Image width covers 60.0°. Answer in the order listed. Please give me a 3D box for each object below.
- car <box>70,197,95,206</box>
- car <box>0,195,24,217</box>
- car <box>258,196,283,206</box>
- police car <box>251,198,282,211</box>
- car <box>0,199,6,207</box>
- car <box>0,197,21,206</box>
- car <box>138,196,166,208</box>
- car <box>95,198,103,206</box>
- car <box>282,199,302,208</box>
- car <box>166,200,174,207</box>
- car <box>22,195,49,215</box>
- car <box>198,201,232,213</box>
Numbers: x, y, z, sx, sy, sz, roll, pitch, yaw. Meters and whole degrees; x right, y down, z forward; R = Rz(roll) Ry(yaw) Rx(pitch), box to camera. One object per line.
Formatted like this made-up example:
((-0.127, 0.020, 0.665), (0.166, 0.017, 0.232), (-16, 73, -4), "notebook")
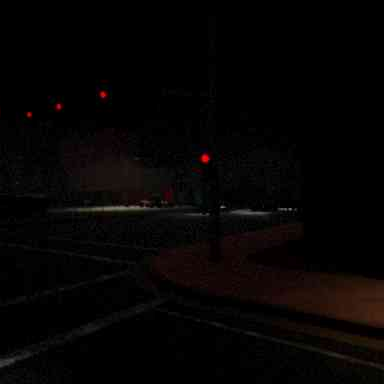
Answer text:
((-20.875, 1.722, 62.447), (4.605, 1.855, 1.932), (-1, 0, 35), "car")
((-19.595, 1.534, 33.972), (4.605, 1.855, 1.932), (-1, 0, 35), "car")
((12.645, 1.399, 53.273), (2.128, 1.511, 4.902), (-1, 0, 37), "car")
((9.398, 1.610, 43.078), (1.930, 1.638, 5.238), (-1, 0, 37), "police car")
((-37.881, 2.092, 64.401), (3.905, 1.438, 1.784), (-1, 0, 35), "car")
((-36.373, 1.882, 66.621), (4.605, 1.855, 1.932), (-1, 0, 35), "car")
((-6.566, 1.537, 52.338), (3.866, 1.878, 1.905), (-1, 0, 35), "car")
((-19.146, 1.932, 64.772), (3.905, 1.438, 1.784), (-1, 0, 35), "car")
((15.449, 1.730, 51.171), (2.033, 1.411, 5.357), (-1, 0, 37), "car")
((-4.882, 1.777, 54.693), (3.806, 1.475, 1.970), (-1, 0, 35), "car")
((-17.878, 1.536, 36.302), (3.866, 1.878, 1.905), (-1, 0, 35), "car")
((2.917, 1.772, 40.413), (2.033, 1.411, 5.357), (-1, 0, 37), "car")
